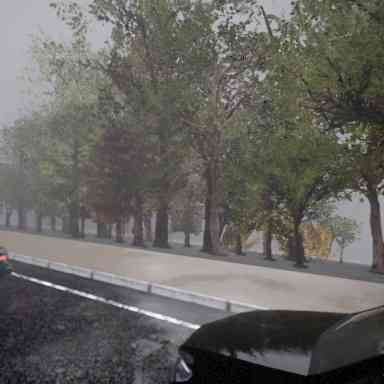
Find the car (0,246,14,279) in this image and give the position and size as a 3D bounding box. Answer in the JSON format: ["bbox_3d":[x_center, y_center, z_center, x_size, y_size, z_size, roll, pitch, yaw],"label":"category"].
[{"bbox_3d":[-6.639,1.544,8.475,5.357,1.411,2.033,0,0,36],"label":"car"}]

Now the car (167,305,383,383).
[{"bbox_3d":[1.943,1.526,2.293,4.674,1.442,1.812,0,0,36],"label":"car"}]
